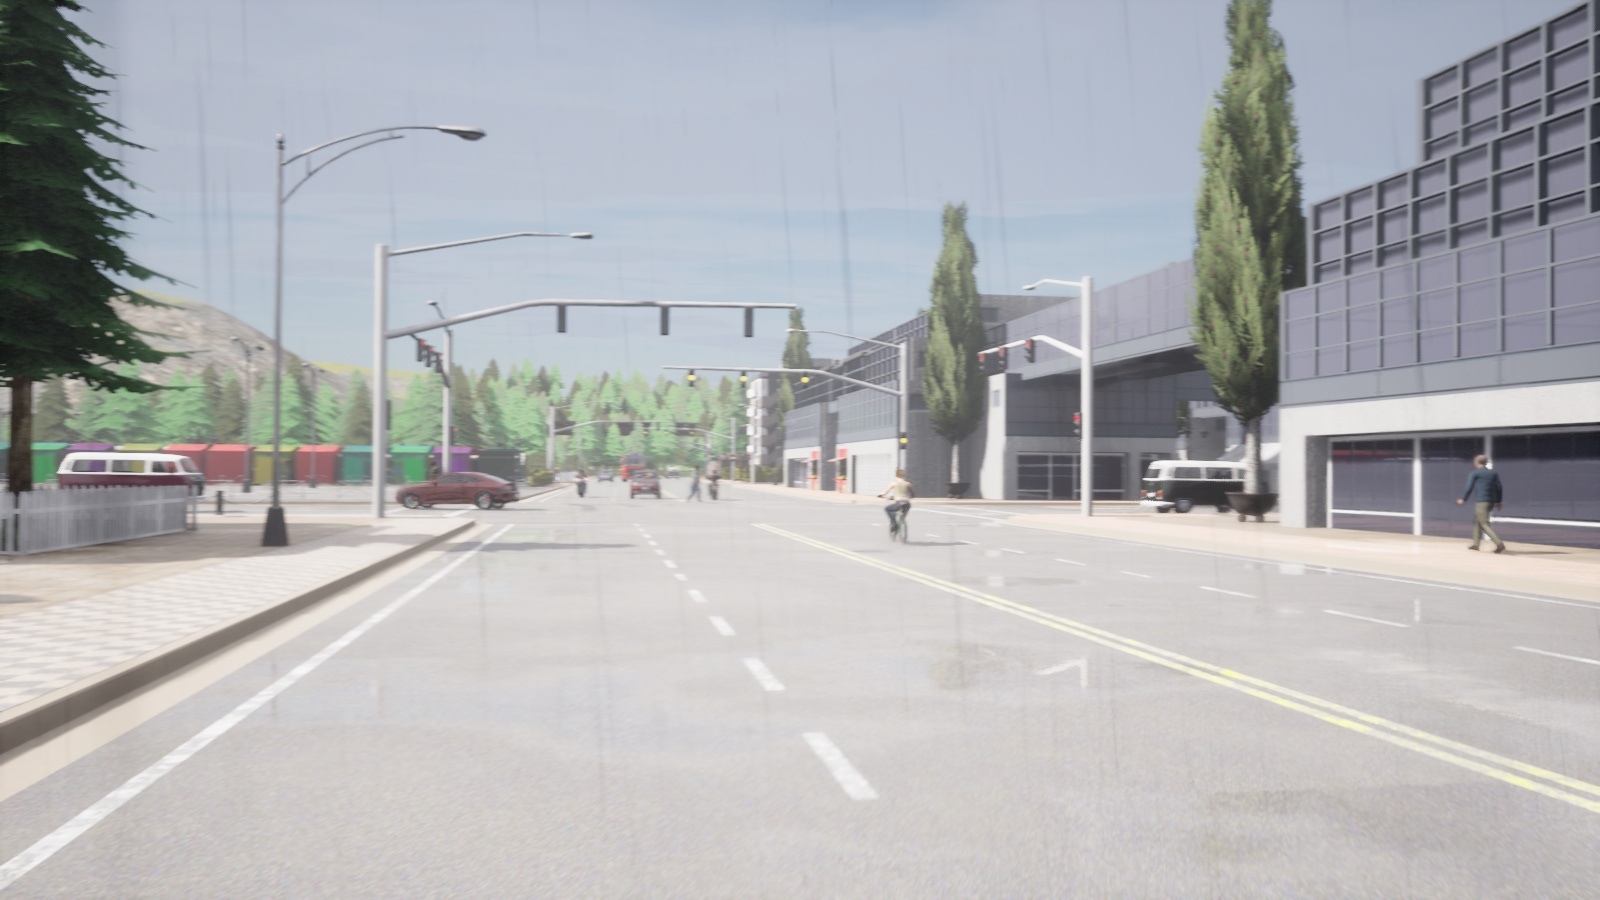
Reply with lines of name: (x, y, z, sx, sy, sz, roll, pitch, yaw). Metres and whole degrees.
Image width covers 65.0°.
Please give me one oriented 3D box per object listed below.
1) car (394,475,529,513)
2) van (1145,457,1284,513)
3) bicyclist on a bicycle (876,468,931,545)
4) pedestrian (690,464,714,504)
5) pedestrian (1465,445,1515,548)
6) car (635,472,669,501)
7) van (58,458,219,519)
car: (-13.007, 1.675, 48.416, 4.674, 1.442, 1.812, 0, -1, 4)
van: (15.450, 1.304, 46.951, 4.480, 2.038, 2.069, 0, -1, -9)
bicyclist on a bicycle: (2.240, 1.207, 27.310, 0.866, 1.612, 1.509, 0, -1, -9)
pedestrian: (-4.614, 1.609, 59.324, 0.900, 1.855, 0.874, 0, -1, 12)
pedestrian: (12.481, 0.836, 22.735, 0.402, 1.842, 0.726, 0, -1, -13)
car: (-8.154, 1.965, 68.937, 1.789, 1.549, 3.705, 0, -1, -8)
van: (-22.836, 1.306, 43.523, 4.480, 2.038, 2.069, 0, -1, -9)
